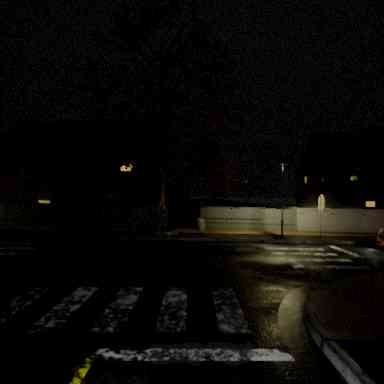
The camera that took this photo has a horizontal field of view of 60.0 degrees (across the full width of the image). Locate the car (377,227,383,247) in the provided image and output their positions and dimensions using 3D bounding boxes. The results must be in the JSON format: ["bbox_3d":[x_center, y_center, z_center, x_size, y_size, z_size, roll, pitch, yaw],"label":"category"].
[{"bbox_3d":[10.315,1.639,13.911,4.553,1.767,2.097,1,0,-2],"label":"car"}]
